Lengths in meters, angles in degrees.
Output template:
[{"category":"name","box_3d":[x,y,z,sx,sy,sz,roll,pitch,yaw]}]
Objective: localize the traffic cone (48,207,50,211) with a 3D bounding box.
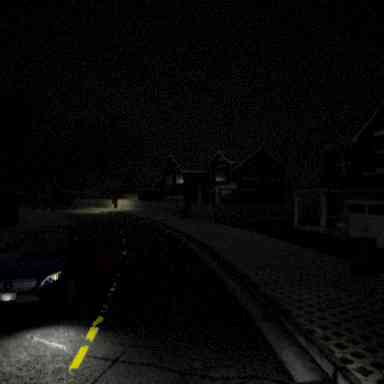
[{"category":"traffic cone","box_3d":[-19.869,2.373,46.090,0.340,0.580,0.340,0,0,-37]}]

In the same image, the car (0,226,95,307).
[{"category":"car","box_3d":[-3.566,1.605,8.175,1.812,1.442,4.674,0,0,-8]}]
